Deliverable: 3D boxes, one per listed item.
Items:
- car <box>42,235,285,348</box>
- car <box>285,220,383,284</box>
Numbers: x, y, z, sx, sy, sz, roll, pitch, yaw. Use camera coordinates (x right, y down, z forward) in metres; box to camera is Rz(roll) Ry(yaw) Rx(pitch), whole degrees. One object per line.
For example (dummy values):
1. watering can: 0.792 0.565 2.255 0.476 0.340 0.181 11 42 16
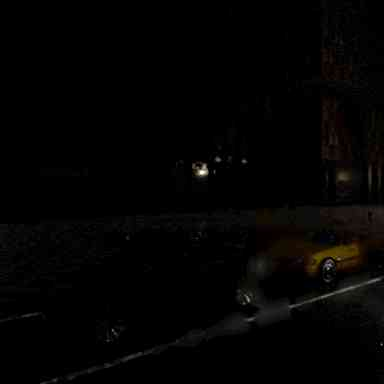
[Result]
1. car: -0.471 1.562 6.318 4.313 1.339 1.947 0 0 -36
2. car: 4.005 1.515 9.525 4.829 1.417 1.752 0 0 -36
